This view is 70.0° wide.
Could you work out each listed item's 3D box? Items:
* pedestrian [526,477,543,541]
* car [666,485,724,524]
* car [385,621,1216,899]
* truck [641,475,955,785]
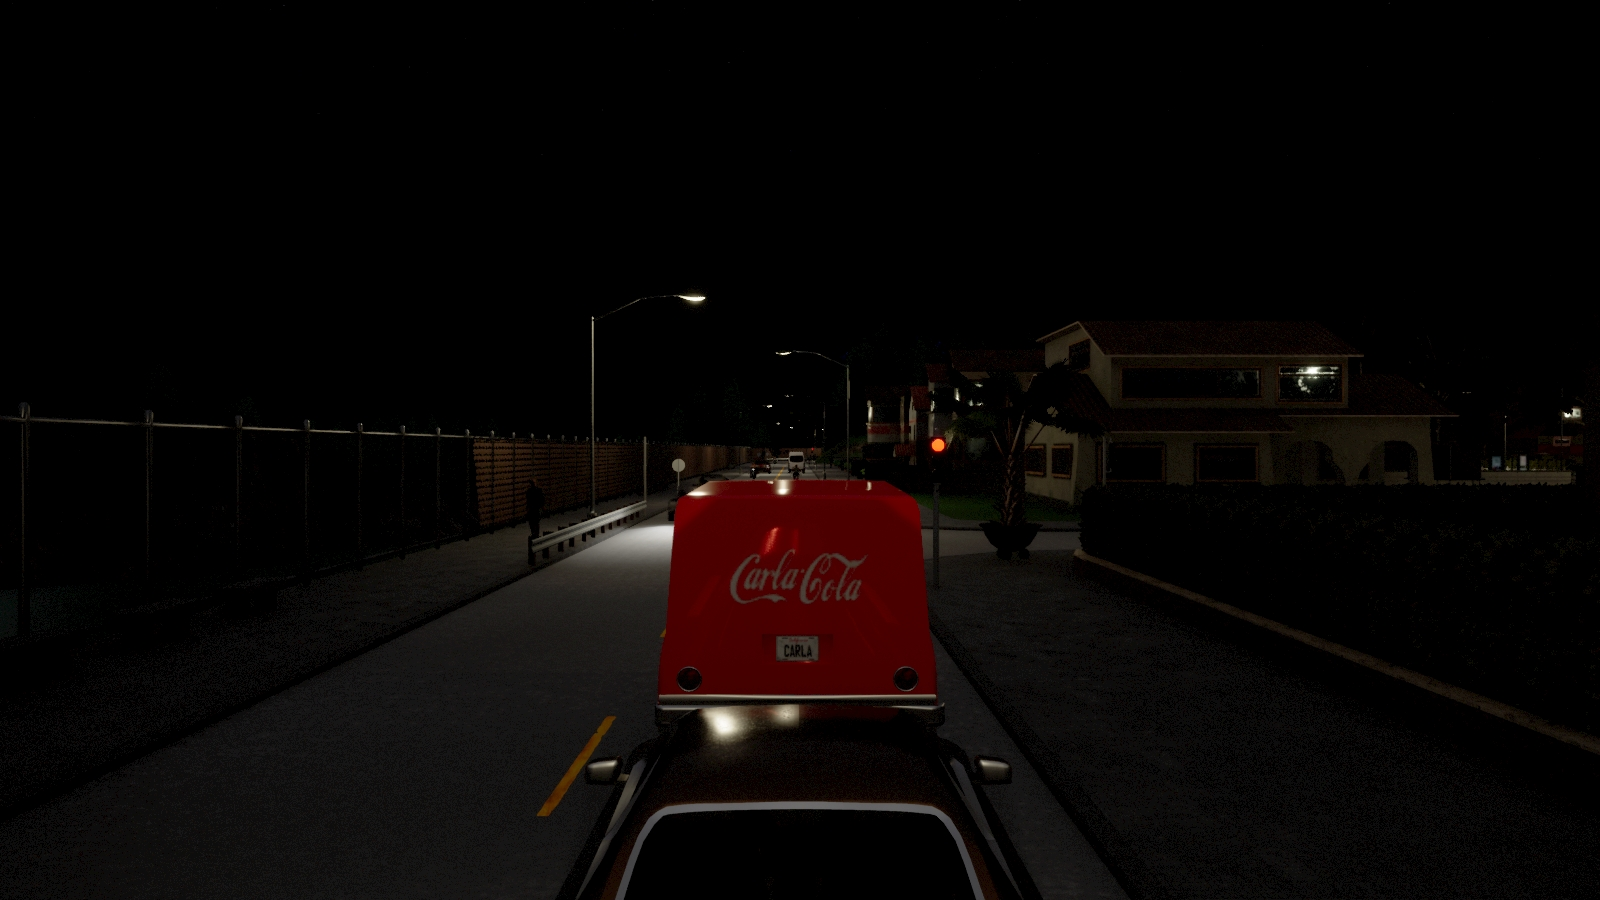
[{"bbox_3d":[-7.813,1.732,33.589,0.375,1.860,0.375,0,0,11],"label":"pedestrian"},{"bbox_3d":[-4.130,2.139,45.520,1.895,1.301,4.718,0,0,0],"label":"car"},{"bbox_3d":[-0.006,1.989,5.238,2.152,1.651,5.027,0,0,0],"label":"car"},{"bbox_3d":[-0.025,1.564,12.158,2.627,2.467,5.204,0,0,0],"label":"truck"}]
